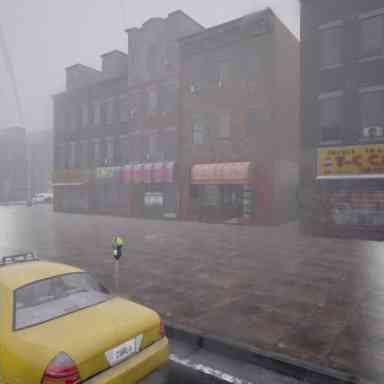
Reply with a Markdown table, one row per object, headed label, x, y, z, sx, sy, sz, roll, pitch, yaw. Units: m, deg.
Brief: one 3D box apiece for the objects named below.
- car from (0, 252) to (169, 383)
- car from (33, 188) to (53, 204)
| label | x | y | z | sx | sy | sz | roll | pitch | yaw |
| --- | --- | --- | --- | --- | --- | --- | --- | --- | --- |
| car | -2.544 | 1.525 | 4.625 | 4.829 | 1.417 | 1.752 | 0 | 0 | 36 |
| car | -18.674 | 0.526 | 45.275 | 2.150 | 2.045 | 5.566 | 0 | 1 | 35 |
